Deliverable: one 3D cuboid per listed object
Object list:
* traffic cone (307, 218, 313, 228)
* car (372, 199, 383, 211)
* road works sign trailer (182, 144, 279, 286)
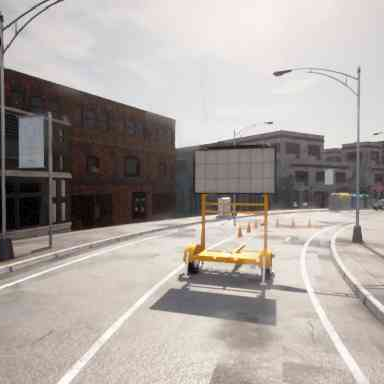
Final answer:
[{"bbox_3d":[7.481,1.979,21.154,0.340,0.580,0.340,1,0,22],"label":"traffic cone"},{"bbox_3d":[24.433,1.621,41.511,4.892,1.490,1.837,1,1,-34],"label":"car"},{"bbox_3d":[1.251,0.461,9.677,2.380,3.560,2.880,0,0,20],"label":"road works sign trailer"}]
